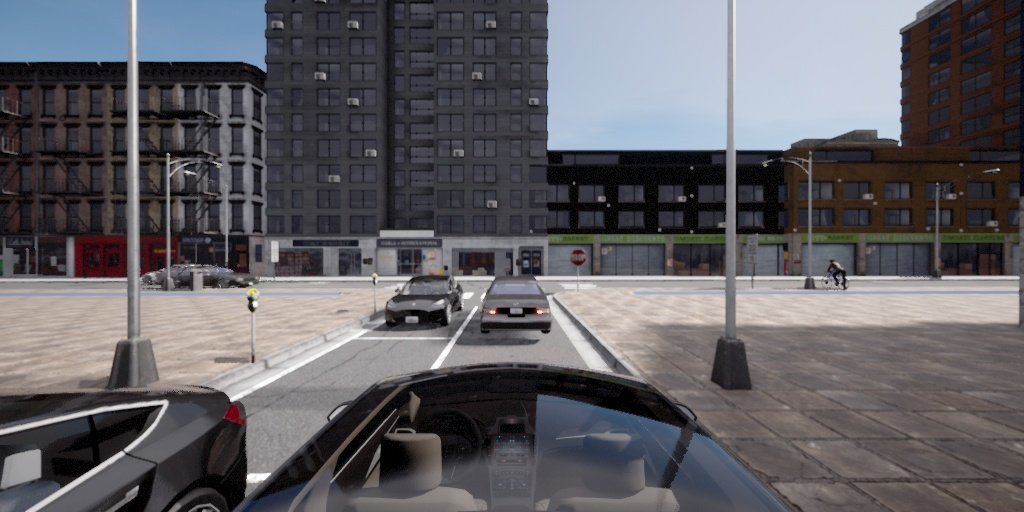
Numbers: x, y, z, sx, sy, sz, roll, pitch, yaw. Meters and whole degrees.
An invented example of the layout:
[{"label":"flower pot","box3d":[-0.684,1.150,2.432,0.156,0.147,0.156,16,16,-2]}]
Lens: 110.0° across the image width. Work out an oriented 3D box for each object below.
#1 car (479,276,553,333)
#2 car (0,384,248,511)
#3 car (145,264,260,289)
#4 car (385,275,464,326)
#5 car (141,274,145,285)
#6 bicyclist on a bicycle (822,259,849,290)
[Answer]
[{"label":"car","box3d":[0.087,1.287,10.605,2.033,1.411,5.357,0,0,0]},{"label":"car","box3d":[-2.639,1.317,0.701,1.948,1.339,4.313,0,0,0]},{"label":"car","box3d":[-18.843,1.319,22.215,5.357,1.411,2.033,0,0,0]},{"label":"car","box3d":[-2.635,1.304,11.605,1.948,1.339,4.313,0,0,0]},{"label":"car","box3d":[-23.168,1.298,25.189,4.674,1.442,1.812,0,0,0]},{"label":"bicyclist on a bicycle","box3d":[17.363,1.001,19.281,0.582,1.620,1.656,0,0,0]}]
